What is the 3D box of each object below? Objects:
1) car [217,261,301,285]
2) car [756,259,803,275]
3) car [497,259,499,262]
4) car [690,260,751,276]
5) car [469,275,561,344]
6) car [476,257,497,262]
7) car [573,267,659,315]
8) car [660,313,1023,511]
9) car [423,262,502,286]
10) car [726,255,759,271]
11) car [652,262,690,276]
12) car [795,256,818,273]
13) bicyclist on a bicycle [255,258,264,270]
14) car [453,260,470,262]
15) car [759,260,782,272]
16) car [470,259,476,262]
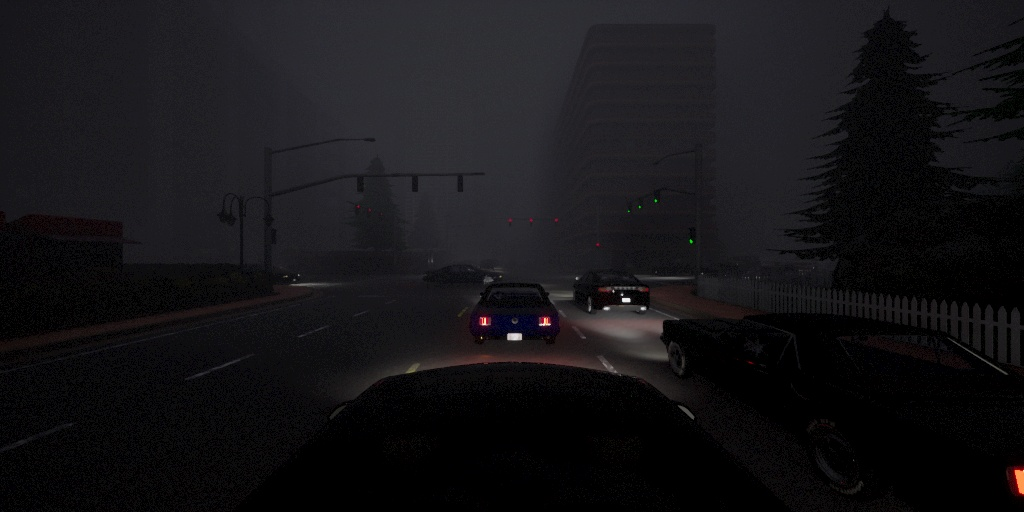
[{"bbox_3d":[-17.422,1.242,24.320,5.357,1.411,2.033,0,0,0],"label":"car"},{"bbox_3d":[27.901,1.295,37.404,4.718,1.301,1.895,0,0,-31],"label":"car"},{"bbox_3d":[-3.605,1.255,62.062,1.837,1.490,4.892,0,0,0],"label":"car"},{"bbox_3d":[19.554,1.295,33.638,4.718,1.301,1.895,0,0,-18],"label":"car"},{"bbox_3d":[0.070,1.351,9.494,1.895,1.301,4.718,0,0,0],"label":"car"},{"bbox_3d":[-3.622,1.228,51.963,1.882,1.535,5.008,0,0,0],"label":"car"},{"bbox_3d":[3.581,1.228,13.702,1.882,1.535,5.008,0,0,0],"label":"car"},{"bbox_3d":[3.599,1.351,4.381,1.895,1.301,4.718,0,0,0],"label":"car"},{"bbox_3d":[-3.274,1.281,24.446,5.357,1.411,2.033,0,0,0],"label":"car"},{"bbox_3d":[25.629,0.916,40.092,5.566,2.045,2.150,0,0,-31],"label":"car"},{"bbox_3d":[16.571,1.295,36.487,4.718,1.301,1.895,0,0,-14],"label":"car"},{"bbox_3d":[35.546,0.916,43.446,2.150,2.045,5.566,0,0,44],"label":"car"},{"bbox_3d":[-27.907,0.996,39.730,0.582,1.620,1.656,0,0,0],"label":"bicyclist on a bicycle"},{"bbox_3d":[-7.123,1.351,47.066,1.895,1.301,4.718,0,0,0],"label":"car"},{"bbox_3d":[33.357,1.220,46.216,1.812,1.442,4.674,0,0,42],"label":"car"},{"bbox_3d":[-7.120,1.297,56.717,2.033,1.411,5.357,0,0,0],"label":"car"}]
